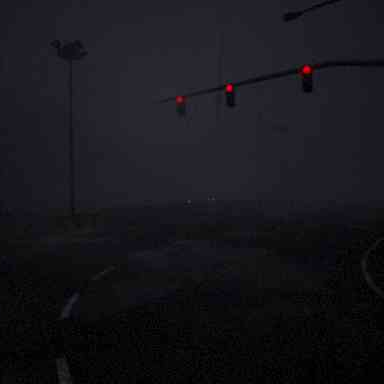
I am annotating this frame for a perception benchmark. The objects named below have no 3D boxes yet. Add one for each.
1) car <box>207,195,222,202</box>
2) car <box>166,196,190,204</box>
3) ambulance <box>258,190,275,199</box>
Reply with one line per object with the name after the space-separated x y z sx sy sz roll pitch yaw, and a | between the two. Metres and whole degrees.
4.609 1.383 67.809 1.837 1.490 4.892 -1 0 23 | car
-2.319 1.486 56.004 2.128 1.511 4.902 -1 0 36 | car
14.536 0.770 64.329 2.351 2.431 6.366 -1 0 23 | ambulance
